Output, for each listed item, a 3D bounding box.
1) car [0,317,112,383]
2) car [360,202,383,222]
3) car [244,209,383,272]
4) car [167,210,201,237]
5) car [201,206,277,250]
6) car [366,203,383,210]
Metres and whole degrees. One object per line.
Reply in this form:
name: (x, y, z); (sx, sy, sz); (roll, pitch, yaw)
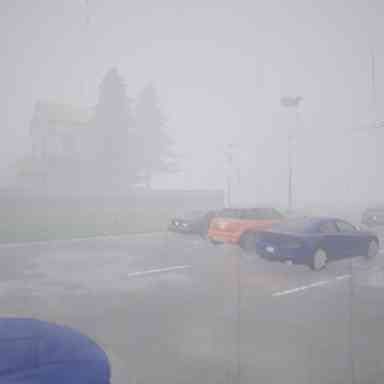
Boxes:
car: (-2.885, 1.471, 1.706); (5.008, 1.535, 1.882); (0, 0, -35)
car: (16.512, 1.667, 28.448); (4.674, 1.442, 1.812); (0, 0, -36)
car: (4.301, 1.524, 11.127); (5.008, 1.535, 1.882); (0, 0, -35)
car: (1.313, 1.601, 17.593); (5.357, 1.411, 2.033); (0, 0, -35)
car: (2.949, 1.402, 14.463); (4.553, 1.767, 2.097); (0, 0, -35)
car: (13.224, 1.658, 21.794); (5.357, 1.411, 2.033); (0, 0, -36)
